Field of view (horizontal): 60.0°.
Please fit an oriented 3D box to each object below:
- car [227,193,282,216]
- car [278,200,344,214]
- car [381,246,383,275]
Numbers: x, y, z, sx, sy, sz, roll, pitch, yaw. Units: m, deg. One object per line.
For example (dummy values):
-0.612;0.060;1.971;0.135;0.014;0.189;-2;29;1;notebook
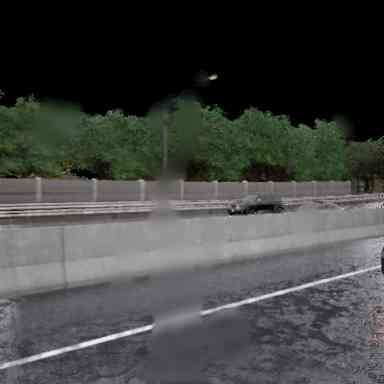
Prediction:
5.693;1.164;29.277;5.566;2.045;2.150;0;0;-34;car
8.418;1.459;22.653;4.892;1.490;1.837;0;0;-34;car
6.663;1.494;8.424;4.892;1.490;1.837;0;0;-35;car
